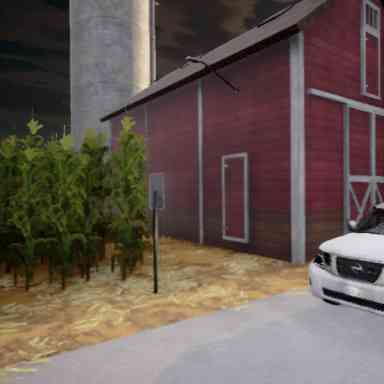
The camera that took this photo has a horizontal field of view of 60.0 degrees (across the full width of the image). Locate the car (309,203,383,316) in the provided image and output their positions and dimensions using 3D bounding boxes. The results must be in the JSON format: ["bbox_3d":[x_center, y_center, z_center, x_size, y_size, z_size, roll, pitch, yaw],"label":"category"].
[{"bbox_3d":[4.827,1.182,6.869,5.566,2.045,2.150,-1,1,-35],"label":"car"}]
